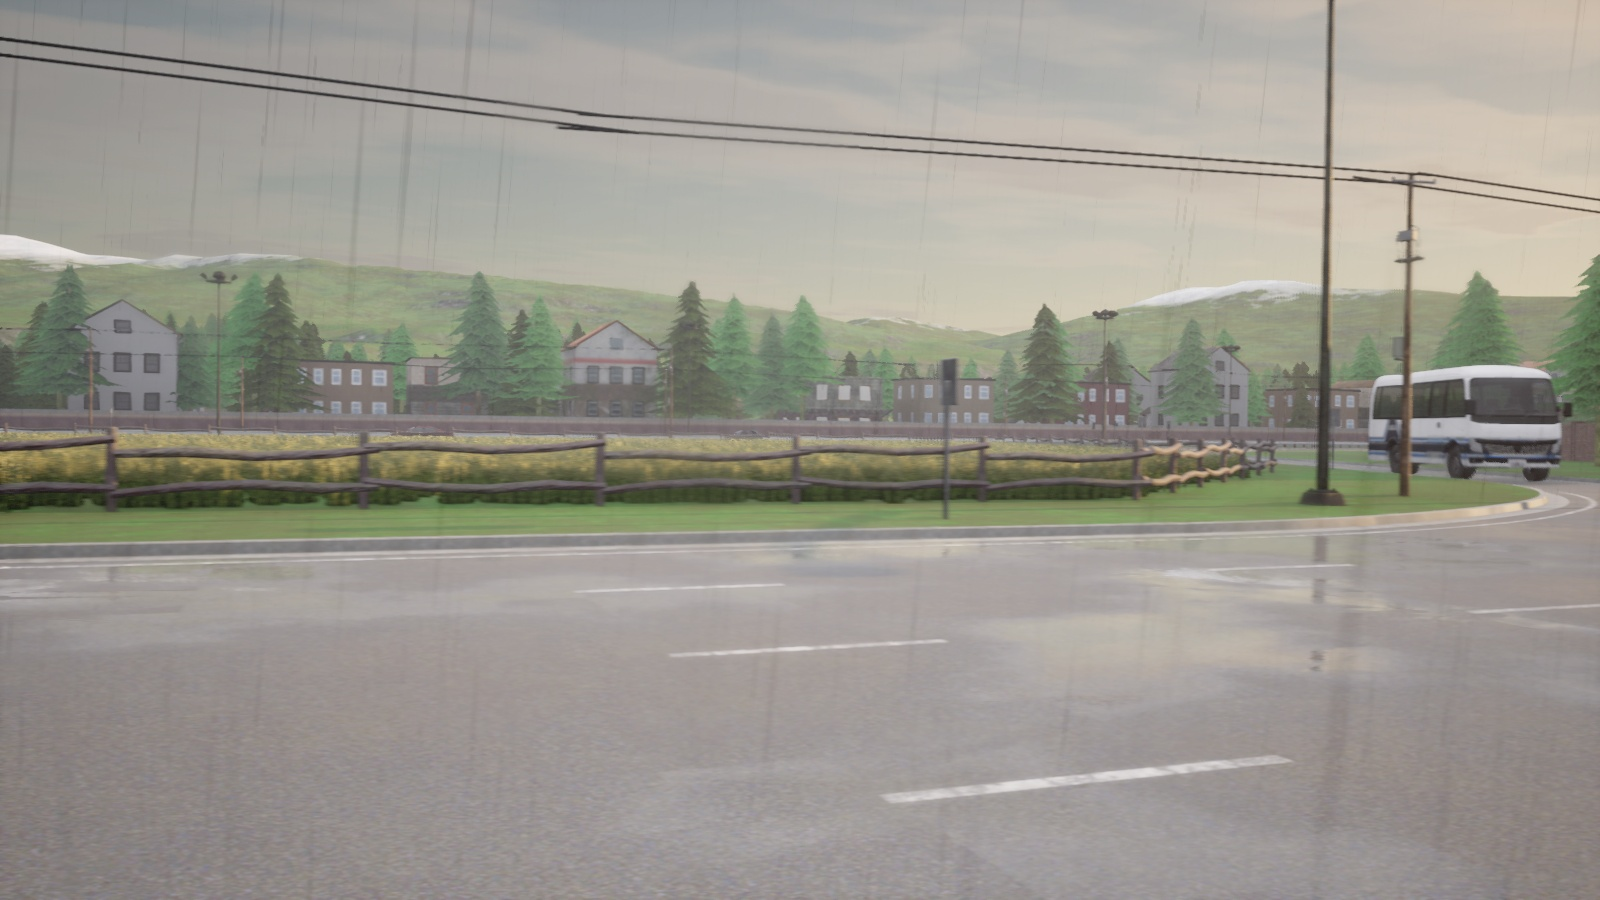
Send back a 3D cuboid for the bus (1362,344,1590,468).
[{"bbox_3d":[25.695,-1.603,48.609,3.944,4.253,10.273,0,1,5],"label":"bus"}]
